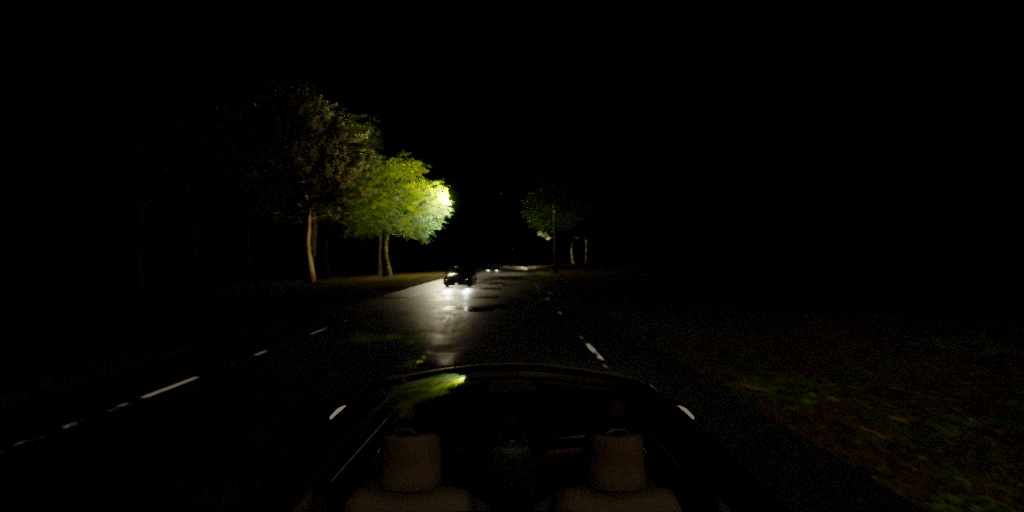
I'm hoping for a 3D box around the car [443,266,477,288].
[{"bbox_3d":[-3.607,1.448,25.899,2.033,1.411,5.357,0,0,0],"label":"car"}]
